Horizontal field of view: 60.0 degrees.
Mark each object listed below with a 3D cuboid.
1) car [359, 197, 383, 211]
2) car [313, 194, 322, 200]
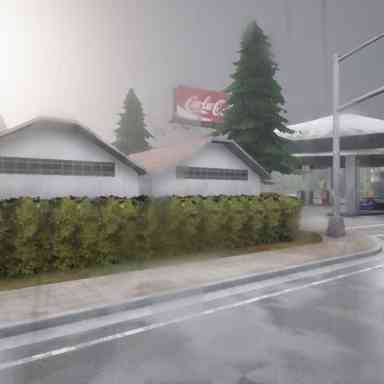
[{"bbox_3d":[21.919,1.480,40.042,4.611,1.667,2.242,0,0,-36],"label":"car"},{"bbox_3d":[33.040,1.330,89.523,2.152,1.636,5.027,0,0,-36],"label":"car"}]
